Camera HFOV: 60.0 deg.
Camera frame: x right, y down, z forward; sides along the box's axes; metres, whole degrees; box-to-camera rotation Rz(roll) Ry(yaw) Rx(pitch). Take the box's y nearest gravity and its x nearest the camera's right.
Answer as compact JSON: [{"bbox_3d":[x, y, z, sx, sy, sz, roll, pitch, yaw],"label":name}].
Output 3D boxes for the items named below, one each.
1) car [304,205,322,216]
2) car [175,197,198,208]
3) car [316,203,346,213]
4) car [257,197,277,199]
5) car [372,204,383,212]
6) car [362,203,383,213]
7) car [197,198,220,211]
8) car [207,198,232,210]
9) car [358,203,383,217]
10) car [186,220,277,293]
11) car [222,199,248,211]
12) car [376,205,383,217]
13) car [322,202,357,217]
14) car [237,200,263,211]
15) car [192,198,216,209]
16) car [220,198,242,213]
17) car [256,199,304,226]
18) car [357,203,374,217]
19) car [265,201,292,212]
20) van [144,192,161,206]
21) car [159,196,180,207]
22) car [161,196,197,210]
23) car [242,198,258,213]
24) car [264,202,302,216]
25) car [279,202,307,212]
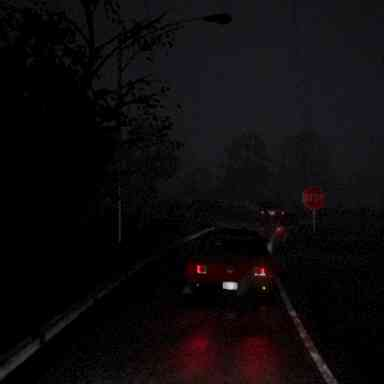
[{"bbox_3d":[14.105,2.308,43.378,2.163,1.488,4.792,3,-1,-19],"label":"car"},{"bbox_3d":[-0.911,1.613,52.007,2.002,1.452,4.674,4,-1,-19],"label":"car"},{"bbox_3d":[25.440,2.919,61.047,1.946,1.575,5.366,2,0,-19],"label":"car"},{"bbox_3d":[8.855,1.720,41.597,2.435,2.045,5.566,4,-1,-19],"label":"car"},{"bbox_3d":[38.537,3.264,65.829,2.097,1.535,5.008,1,0,-19],"label":"car"},{"bbox_3d":[35.899,3.086,64.942,2.185,1.767,4.553,1,0,-19],"label":"car"},{"bbox_3d":[0.966,1.469,38.833,2.163,1.488,4.792,4,-1,-19],"label":"car"},{"bbox_3d":[4.403,1.925,54.064,1.946,1.575,5.366,4,-1,-19],"label":"car"},{"bbox_3d":[24.605,2.800,47.121,2.163,1.488,4.792,2,-1,-19],"label":"car"},{"bbox_3d":[1.128,1.670,9.072,1.895,1.301,4.718,0,-1,9],"label":"car"},{"bbox_3d":[7.037,2.085,54.987,1.946,1.575,5.366,4,-1,-19],"label":"car"},{"bbox_3d":[29.861,2.840,48.965,2.185,1.767,4.553,2,0,-19],"label":"car"},{"bbox_3d":[19.374,2.417,45.223,2.185,1.767,4.553,3,-1,-19],"label":"car"},{"bbox_3d":[9.609,2.260,55.662,2.163,1.488,4.792,3,-1,-19],"label":"car"},{"bbox_3d":[1.823,1.789,52.993,2.163,1.488,4.792,4,-1,-19],"label":"car"},{"bbox_3d":[3.599,1.499,39.757,2.185,1.767,4.553,4,-1,-19],"label":"car"},{"bbox_3d":[7.124,1.679,26.725,2.097,1.767,4.553,1,0,31],"label":"car"},{"bbox_3d":[21.996,2.690,46.144,2.163,1.488,4.792,2,-1,-19],"label":"car"},{"bbox_3d":[14.863,2.496,57.529,2.097,1.535,5.008,3,-1,-19],"label":"car"},{"bbox_3d":[-5.991,0.987,50.087,1.878,1.987,4.442,4,0,-19],"label":"van"},{"bbox_3d":[-3.534,1.428,51.087,2.002,1.452,4.674,4,-1,-19],"label":"car"},{"bbox_3d":[-1.636,1.283,37.858,2.163,1.488,4.792,4,-1,-19],"label":"car"},{"bbox_3d":[6.220,1.802,40.638,2.097,1.535,5.008,4,-1,-19],"label":"car"},{"bbox_3d":[11.480,2.131,42.482,2.231,1.521,4.892,3,-1,-19],"label":"car"},{"bbox_3d":[17.615,2.621,58.493,2.231,1.521,4.892,3,-1,-19],"label":"car"}]
